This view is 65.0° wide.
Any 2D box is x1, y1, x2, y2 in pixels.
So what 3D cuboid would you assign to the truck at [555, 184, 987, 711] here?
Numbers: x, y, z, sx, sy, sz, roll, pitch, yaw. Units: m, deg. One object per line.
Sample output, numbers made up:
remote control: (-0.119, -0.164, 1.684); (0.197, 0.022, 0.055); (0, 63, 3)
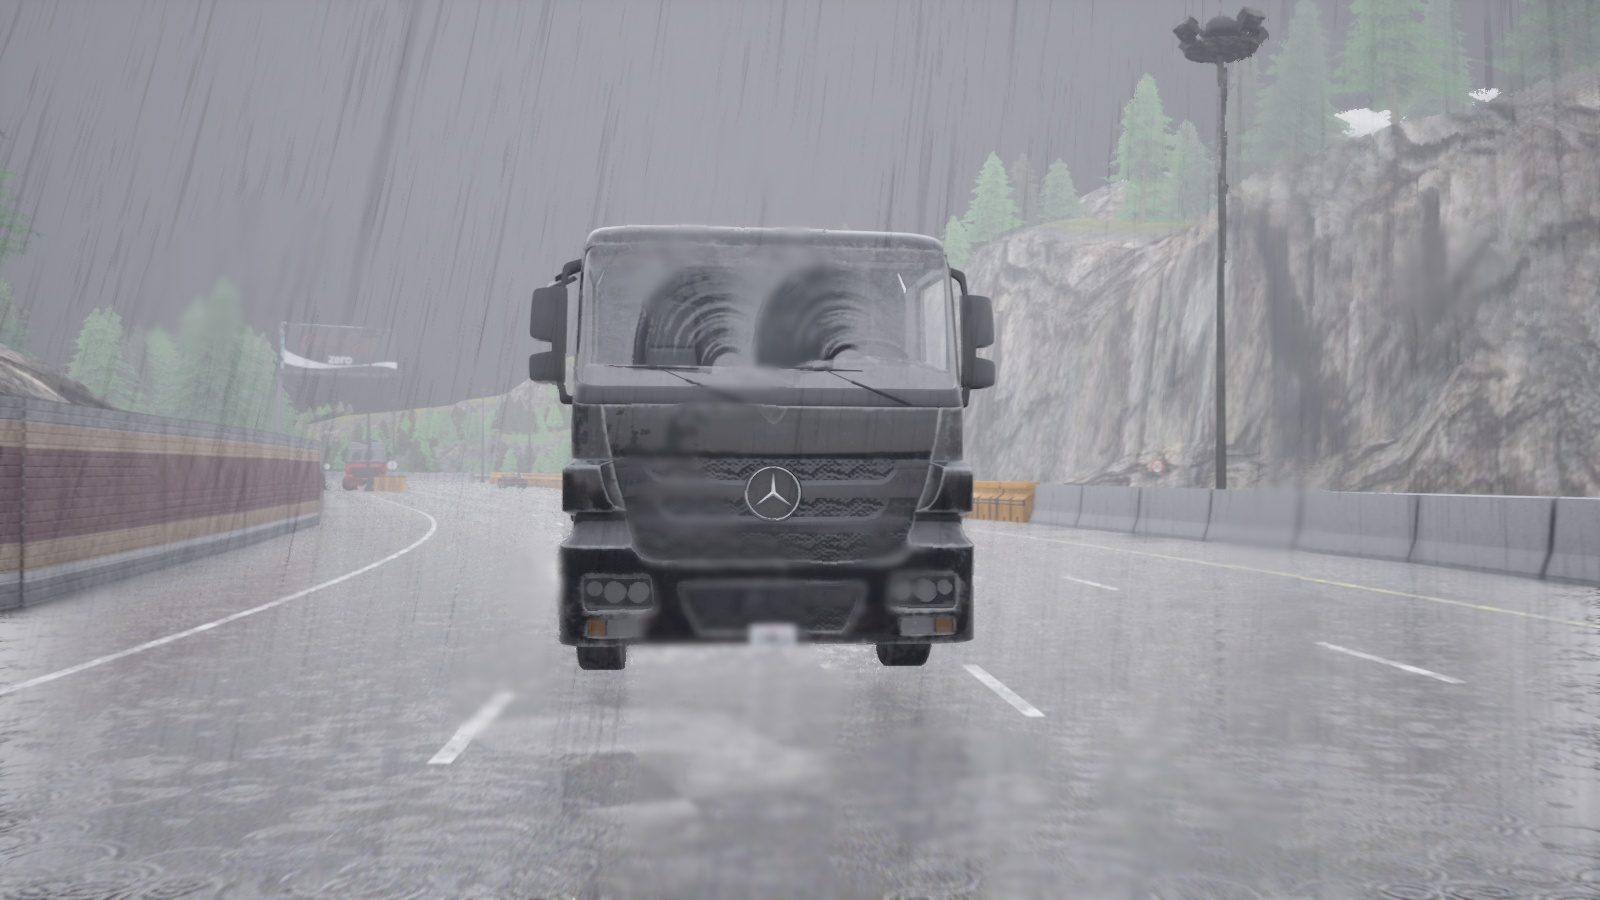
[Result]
truck: (-0.605, 0.042, 12.355); (2.891, 3.462, 7.936); (0, -1, -6)
